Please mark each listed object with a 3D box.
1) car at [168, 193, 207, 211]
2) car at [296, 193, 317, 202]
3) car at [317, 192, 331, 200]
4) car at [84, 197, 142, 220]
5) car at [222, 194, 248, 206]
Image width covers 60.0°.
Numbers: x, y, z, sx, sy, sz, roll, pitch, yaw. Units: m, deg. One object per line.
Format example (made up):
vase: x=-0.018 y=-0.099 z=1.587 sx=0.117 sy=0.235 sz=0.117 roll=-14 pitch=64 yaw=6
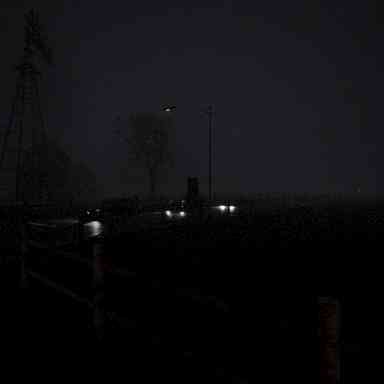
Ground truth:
car: x=-0.350 y=0.924 z=33.614 sx=2.097 sy=1.767 sz=4.553 roll=1 pitch=2 yaw=35
car: x=17.869 y=0.824 z=52.924 sx=1.812 sy=1.442 sz=4.674 roll=1 pitch=1 yaw=36
car: x=24.707 y=0.710 z=62.577 sx=1.994 sy=1.385 sz=4.181 roll=1 pitch=1 yaw=36
car: x=-5.992 y=1.206 z=25.663 sx=1.837 sy=1.490 sz=4.892 roll=1 pitch=2 yaw=35
car: x=5.424 y=1.005 z=41.760 sx=1.994 sy=1.385 sz=4.181 roll=1 pitch=2 yaw=35
